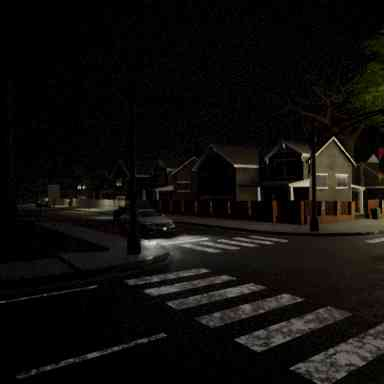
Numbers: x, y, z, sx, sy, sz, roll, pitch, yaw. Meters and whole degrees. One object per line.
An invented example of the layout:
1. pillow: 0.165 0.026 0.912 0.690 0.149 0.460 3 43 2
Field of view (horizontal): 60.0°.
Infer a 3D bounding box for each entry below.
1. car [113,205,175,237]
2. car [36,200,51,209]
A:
1. car: -2.805 1.718 19.735 1.812 1.442 4.674 -1 0 -35
2. car: -26.072 2.156 58.373 2.128 1.511 4.902 -1 0 -35
